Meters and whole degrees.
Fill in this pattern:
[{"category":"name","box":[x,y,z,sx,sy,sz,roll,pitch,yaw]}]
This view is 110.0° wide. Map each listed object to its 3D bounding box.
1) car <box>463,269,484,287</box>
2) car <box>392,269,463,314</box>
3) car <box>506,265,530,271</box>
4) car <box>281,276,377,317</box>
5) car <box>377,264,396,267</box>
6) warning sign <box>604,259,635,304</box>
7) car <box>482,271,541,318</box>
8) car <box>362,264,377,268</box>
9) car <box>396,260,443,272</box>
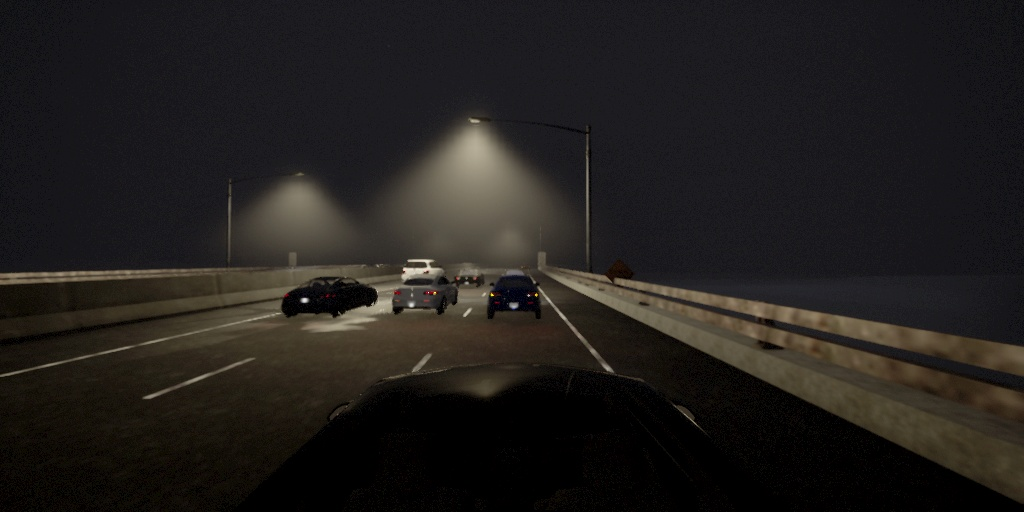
[{"category":"car","box":[-3.227,1.708,28.174,1.895,1.301,4.718,0,-1,1]},{"category":"car","box":[-3.385,1.445,14.534,1.812,1.442,4.674,0,-1,1]},{"category":"car","box":[0.230,1.632,26.567,2.033,1.411,5.357,0,-1,1]},{"category":"car","box":[-6.895,1.476,13.997,1.994,1.385,4.181,0,-1,1]},{"category":"car","box":[-19.999,2.058,59.904,2.128,1.511,4.902,0,-1,3]},{"category":"warning sign","box":[4.617,1.047,15.343,1.300,1.860,1.060,0,0,1]},{"category":"car","box":[0.097,1.434,13.584,1.812,1.442,4.674,0,-1,1]},{"category":"car","box":[-23.490,2.062,60.041,2.128,1.511,4.902,0,-1,3]},{"category":"car","box":[-6.742,1.324,27.729,2.150,2.045,5.566,0,-1,1]}]
